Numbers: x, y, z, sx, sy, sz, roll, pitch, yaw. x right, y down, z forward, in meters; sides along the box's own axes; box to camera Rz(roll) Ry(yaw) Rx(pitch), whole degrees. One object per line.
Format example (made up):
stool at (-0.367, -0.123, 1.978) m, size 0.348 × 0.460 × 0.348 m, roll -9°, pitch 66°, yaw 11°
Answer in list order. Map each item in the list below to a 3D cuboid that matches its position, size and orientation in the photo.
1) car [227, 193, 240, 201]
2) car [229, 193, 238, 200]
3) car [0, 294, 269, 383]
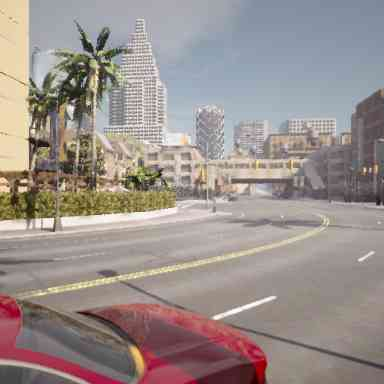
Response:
car at (10.165, 1.409, 80.938) m, size 2.097 × 1.535 × 5.008 m, roll 0°, pitch 0°, yaw 7°
car at (10.796, 1.278, 87.333) m, size 2.185 × 1.767 × 4.553 m, roll 0°, pitch 0°, yaw 7°
car at (-1.615, 1.469, 2.127) m, size 5.008 × 1.535 × 1.882 m, roll 0°, pitch 0°, yaw -35°
